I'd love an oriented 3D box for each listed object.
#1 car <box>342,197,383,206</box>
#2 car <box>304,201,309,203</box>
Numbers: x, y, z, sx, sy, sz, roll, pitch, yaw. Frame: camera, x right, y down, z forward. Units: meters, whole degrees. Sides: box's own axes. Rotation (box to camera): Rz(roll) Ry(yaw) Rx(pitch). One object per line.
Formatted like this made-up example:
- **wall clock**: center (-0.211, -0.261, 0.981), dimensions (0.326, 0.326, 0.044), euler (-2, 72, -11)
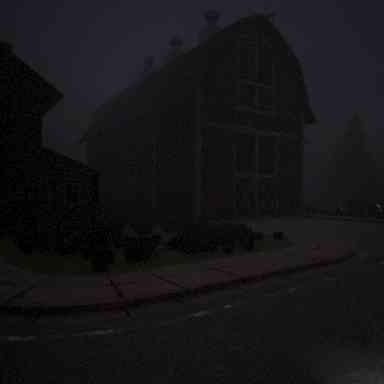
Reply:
- **car**: center (18.169, 1.355, 35.070), dimensions (2.097, 1.767, 4.553), euler (0, 0, -34)
- **car**: center (12.985, 1.498, 42.620), dimensions (2.128, 1.511, 4.902), euler (0, 0, -34)
